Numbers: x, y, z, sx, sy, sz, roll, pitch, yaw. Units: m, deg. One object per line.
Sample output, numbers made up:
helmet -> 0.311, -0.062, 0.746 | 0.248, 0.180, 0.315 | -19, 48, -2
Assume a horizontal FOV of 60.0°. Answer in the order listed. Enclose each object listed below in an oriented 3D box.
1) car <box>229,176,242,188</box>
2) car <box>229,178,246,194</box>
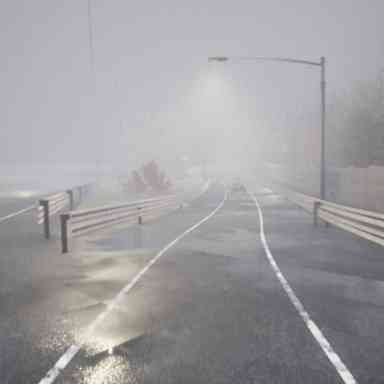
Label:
car -> 7.685, -1.756, 59.157 | 2.097, 1.767, 4.553 | -1, 6, 4
car -> 6.790, -0.808, 49.129 | 2.097, 1.767, 4.553 | -1, 5, 5
